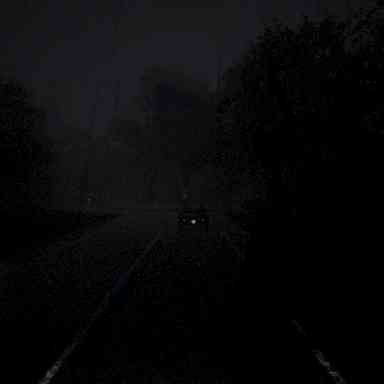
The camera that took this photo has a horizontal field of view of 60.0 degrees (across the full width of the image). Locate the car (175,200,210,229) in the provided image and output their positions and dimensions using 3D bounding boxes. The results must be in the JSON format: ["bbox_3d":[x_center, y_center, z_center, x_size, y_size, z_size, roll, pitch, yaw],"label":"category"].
[{"bbox_3d":[0.098,1.484,21.475,2.128,1.511,4.902,0,0,0],"label":"car"}]

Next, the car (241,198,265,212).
[{"bbox_3d":[7.920,1.463,38.323,5.008,1.535,1.882,0,0,-34],"label":"car"}]

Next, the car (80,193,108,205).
[{"bbox_3d":[-16.613,1.200,56.888,2.150,2.045,5.566,-1,0,22],"label":"car"}]

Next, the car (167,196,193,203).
[{"bbox_3d":[-2.328,1.521,67.385,5.357,1.411,2.033,0,0,1],"label":"car"}]
